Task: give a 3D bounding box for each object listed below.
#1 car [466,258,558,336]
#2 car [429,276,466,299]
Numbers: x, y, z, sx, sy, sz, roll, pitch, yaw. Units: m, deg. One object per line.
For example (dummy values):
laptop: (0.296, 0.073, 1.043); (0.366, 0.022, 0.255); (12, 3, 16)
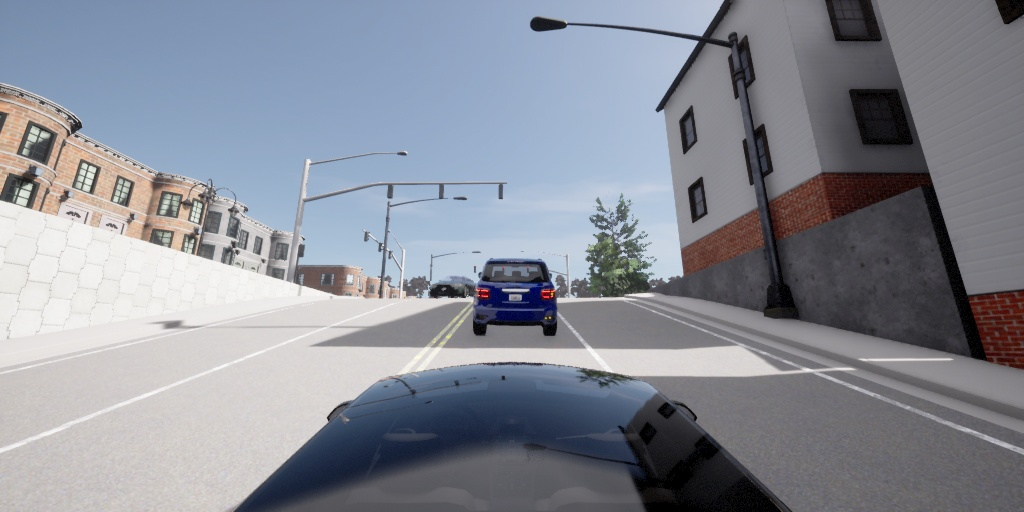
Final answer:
car: (0.092, 1.097, 11.036); (2.150, 2.045, 5.566); (1, -1, 0)
car: (-3.356, 1.857, 21.370); (1.994, 1.385, 4.181); (-2, -8, 10)
